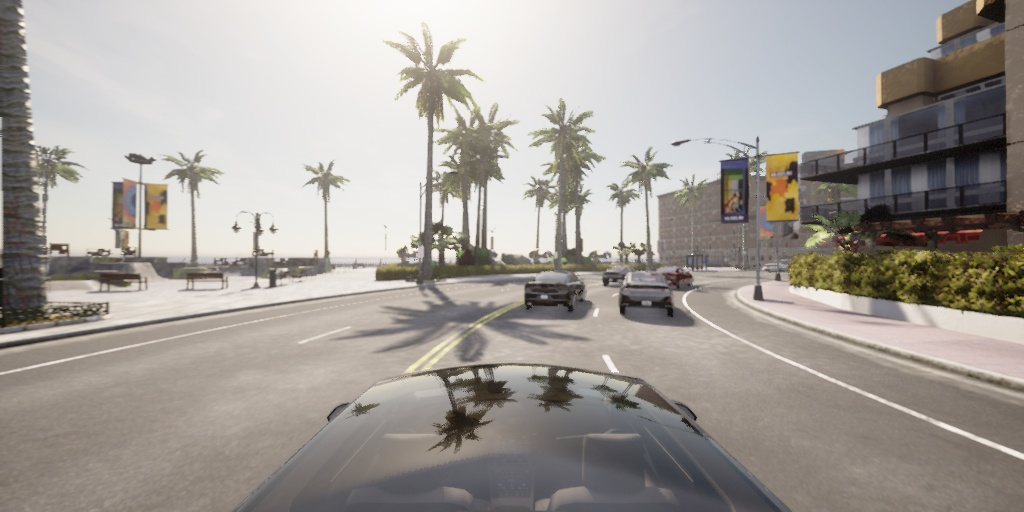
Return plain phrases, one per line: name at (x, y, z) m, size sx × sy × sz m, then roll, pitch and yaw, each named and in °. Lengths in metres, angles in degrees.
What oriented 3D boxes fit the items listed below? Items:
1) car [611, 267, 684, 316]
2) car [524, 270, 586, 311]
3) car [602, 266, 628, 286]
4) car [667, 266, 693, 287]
car at (5.242, 1.372, 14.206) m, size 2.128 × 1.511 × 4.902 m, roll 0°, pitch 0°, yaw 19°
car at (1.975, 1.360, 15.436) m, size 1.882 × 1.535 × 5.008 m, roll 0°, pitch 0°, yaw 19°
car at (8.675, 1.523, 27.853) m, size 1.837 × 1.490 × 4.892 m, roll 0°, pitch 0°, yaw 39°
car at (11.552, 1.482, 25.831) m, size 1.882 × 1.535 × 5.008 m, roll 0°, pitch 0°, yaw 39°
